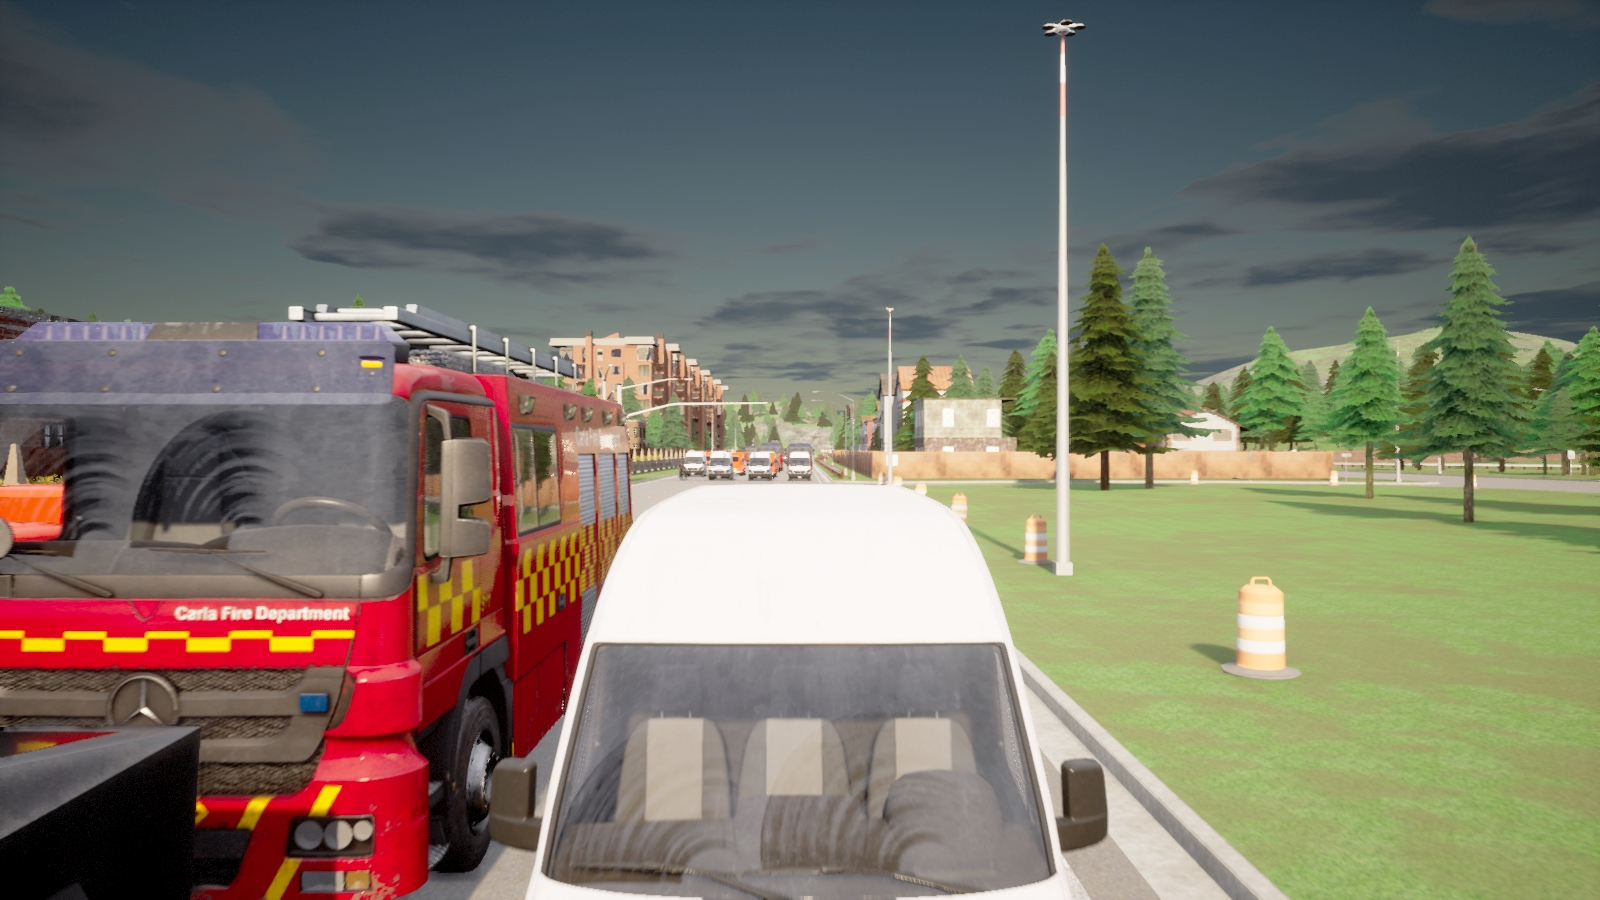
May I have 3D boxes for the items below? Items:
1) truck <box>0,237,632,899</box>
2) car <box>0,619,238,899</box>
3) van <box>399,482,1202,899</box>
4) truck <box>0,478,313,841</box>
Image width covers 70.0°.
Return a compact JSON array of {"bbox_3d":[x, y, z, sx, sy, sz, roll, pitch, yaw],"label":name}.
[{"bbox_3d":[-3.498,0.882,9.744,2.891,3.827,8.468,0,0,0],"label":"truck"},{"bbox_3d":[-3.502,1.751,1.562,2.390,2.098,6.274,0,0,0],"label":"car"},{"bbox_3d":[0.003,1.529,5.788,1.988,2.561,5.915,0,0,0],"label":"van"},{"bbox_3d":[-7.003,1.559,10.758,2.627,2.467,5.204,0,0,0],"label":"truck"}]
